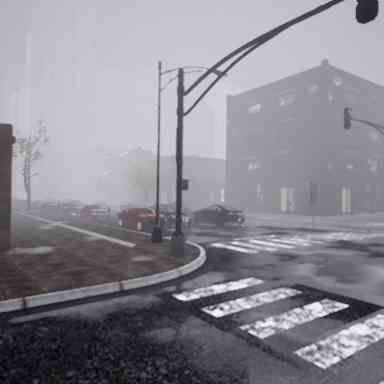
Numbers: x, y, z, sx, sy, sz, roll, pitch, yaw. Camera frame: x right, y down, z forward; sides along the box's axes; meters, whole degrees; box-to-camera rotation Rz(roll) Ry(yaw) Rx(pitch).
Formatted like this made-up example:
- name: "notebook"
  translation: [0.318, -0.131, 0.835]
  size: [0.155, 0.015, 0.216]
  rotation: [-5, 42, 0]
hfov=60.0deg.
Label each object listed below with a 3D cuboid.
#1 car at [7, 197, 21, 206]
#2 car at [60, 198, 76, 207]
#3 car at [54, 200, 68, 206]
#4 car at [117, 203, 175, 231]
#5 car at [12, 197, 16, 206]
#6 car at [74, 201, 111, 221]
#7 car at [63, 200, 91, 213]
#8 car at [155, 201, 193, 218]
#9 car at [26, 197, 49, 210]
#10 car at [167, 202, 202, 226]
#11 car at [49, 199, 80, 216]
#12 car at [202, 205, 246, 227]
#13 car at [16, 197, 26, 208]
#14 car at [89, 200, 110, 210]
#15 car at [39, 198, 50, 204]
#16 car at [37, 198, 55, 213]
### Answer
- name: "car"
  translation: [-38.222, 1.924, 71.300]
  size: [2.192, 1.841, 5.009]
  rotation: [1, -1, -35]
- name: "car"
  translation: [-25.014, 2.101, 67.028]
  size: [1.967, 1.590, 4.097]
  rotation: [1, -1, -35]
- name: "car"
  translation: [-28.184, 2.293, 71.561]
  size: [1.802, 1.307, 4.206]
  rotation: [1, -1, -35]
- name: "car"
  translation: [-3.208, 1.609, 20.987]
  size: [1.887, 1.381, 4.507]
  rotation: [1, -1, -35]
- name: "car"
  translation: [-31.882, 2.074, 62.228]
  size: [1.947, 1.339, 4.313]
  rotation: [1, -1, -35]
- name: "car"
  translation: [-8.366, 1.723, 28.363]
  size: [1.802, 1.307, 4.206]
  rotation: [1, -1, -35]
- name: "car"
  translation: [-14.697, 1.813, 42.227]
  size: [2.128, 1.511, 4.902]
  rotation: [1, -1, -35]
- name: "car"
  translation: [-1.915, 1.748, 34.216]
  size: [1.967, 1.590, 4.097]
  rotation: [1, -1, -35]
- name: "car"
  translation: [-22.499, 1.884, 48.702]
  size: [1.752, 1.417, 4.829]
  rotation: [1, -1, -35]
- name: "car"
  translation: [-1.752, 1.617, 23.665]
  size: [2.128, 1.511, 4.902]
  rotation: [1, -1, -35]
- name: "car"
  translation: [-13.523, 1.785, 35.741]
  size: [1.947, 1.339, 4.313]
  rotation: [1, -1, -35]
- name: "car"
  translation: [1.770, 1.659, 24.024]
  size: [2.128, 1.511, 4.902]
  rotation: [1, -1, -34]
- name: "car"
  translation: [-28.894, 2.006, 57.941]
  size: [1.887, 1.381, 4.507]
  rotation: [1, -1, -35]
- name: "car"
  translation: [-14.601, 2.026, 52.254]
  size: [1.752, 1.417, 4.829]
  rotation: [1, -1, -35]
- name: "car"
  translation: [-37.792, 2.390, 85.305]
  size: [1.752, 1.417, 4.829]
  rotation: [1, -1, -35]
- name: "car"
  translation: [-17.822, 1.836, 41.941]
  size: [2.008, 1.369, 4.403]
  rotation: [1, -1, -35]
